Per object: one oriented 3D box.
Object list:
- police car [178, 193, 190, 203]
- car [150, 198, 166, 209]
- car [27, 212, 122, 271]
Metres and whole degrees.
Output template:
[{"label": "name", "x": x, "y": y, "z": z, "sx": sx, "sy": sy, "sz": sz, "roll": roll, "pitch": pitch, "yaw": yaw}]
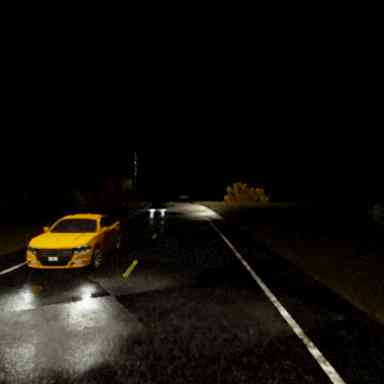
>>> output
[{"label": "police car", "x": -1.355, "y": 1.477, "z": 68.751, "sx": 1.930, "sy": 1.638, "sz": 5.238, "roll": 0, "pitch": 0, "yaw": -3}, {"label": "car", "x": -4.744, "y": 1.561, "z": 46.558, "sx": 1.837, "sy": 1.490, "sz": 4.892, "roll": 0, "pitch": 0, "yaw": -2}, {"label": "car", "x": -3.693, "y": 1.499, "z": 11.254, "sx": 1.882, "sy": 1.535, "sz": 5.008, "roll": 0, "pitch": 0, "yaw": -1}]
